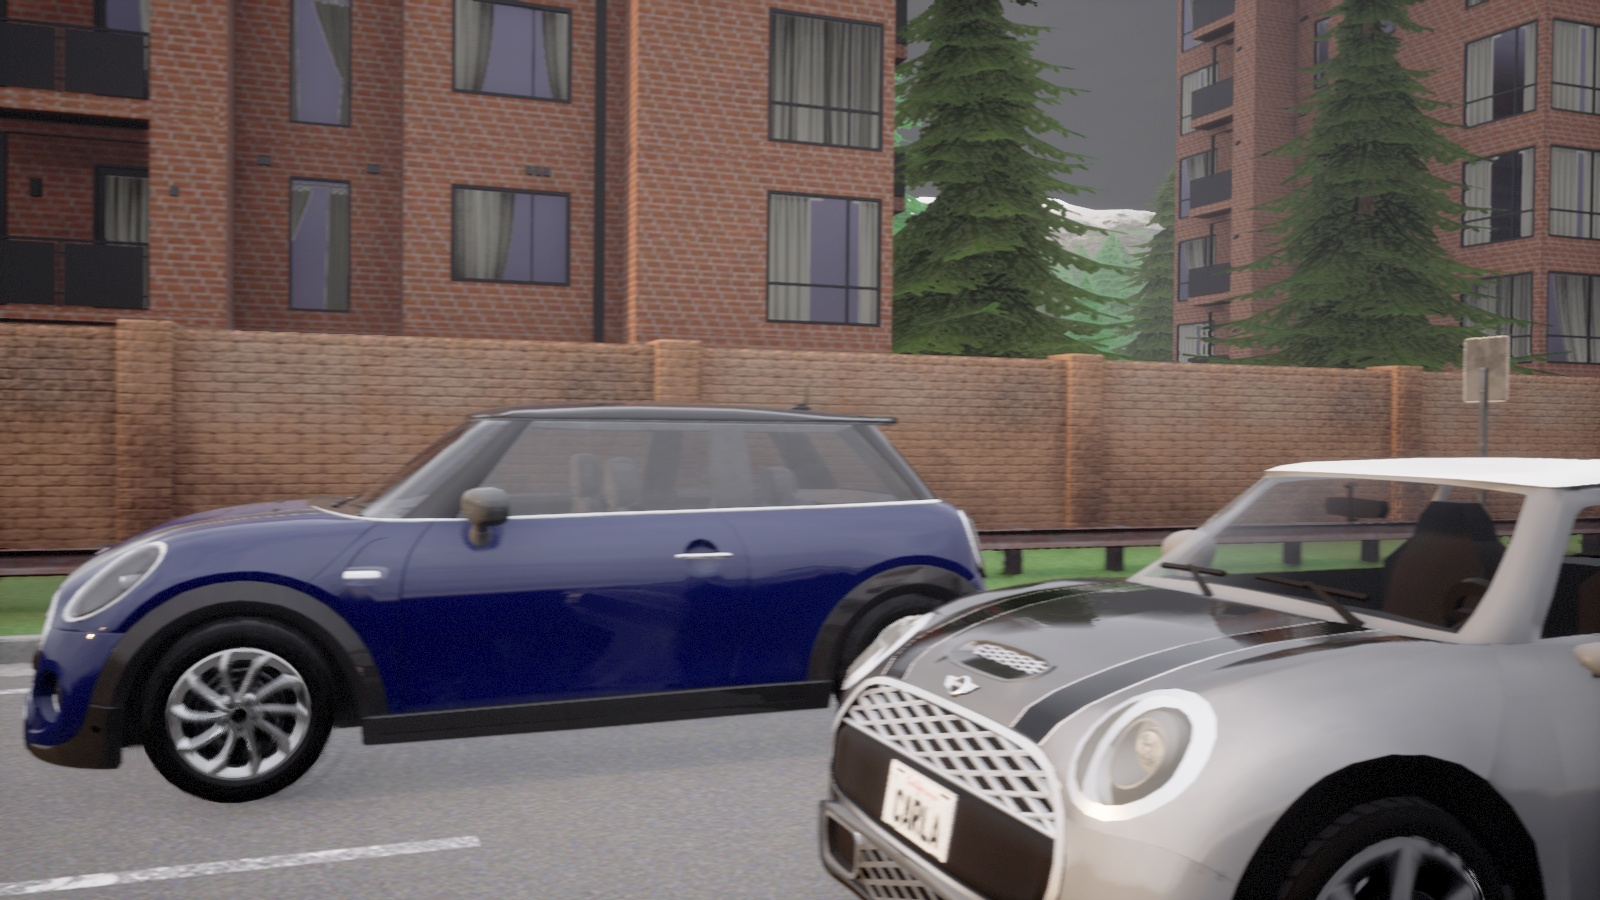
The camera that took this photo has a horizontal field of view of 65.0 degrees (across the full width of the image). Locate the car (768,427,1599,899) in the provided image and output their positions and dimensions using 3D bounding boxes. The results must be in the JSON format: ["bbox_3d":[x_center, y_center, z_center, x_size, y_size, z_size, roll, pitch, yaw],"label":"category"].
[{"bbox_3d":[2.029,0.676,4.009,3.806,1.475,1.970,-1,1,-21],"label":"car"}]

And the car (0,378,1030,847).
[{"bbox_3d":[-1.355,0.566,6.467,4.553,1.767,2.097,-1,1,-21],"label":"car"}]
